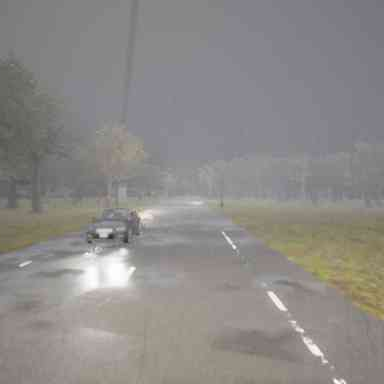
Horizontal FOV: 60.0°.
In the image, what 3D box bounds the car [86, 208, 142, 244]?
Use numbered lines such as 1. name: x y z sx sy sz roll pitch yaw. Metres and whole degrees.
1. car: -3.601 1.527 16.005 2.128 1.511 4.902 0 0 0
